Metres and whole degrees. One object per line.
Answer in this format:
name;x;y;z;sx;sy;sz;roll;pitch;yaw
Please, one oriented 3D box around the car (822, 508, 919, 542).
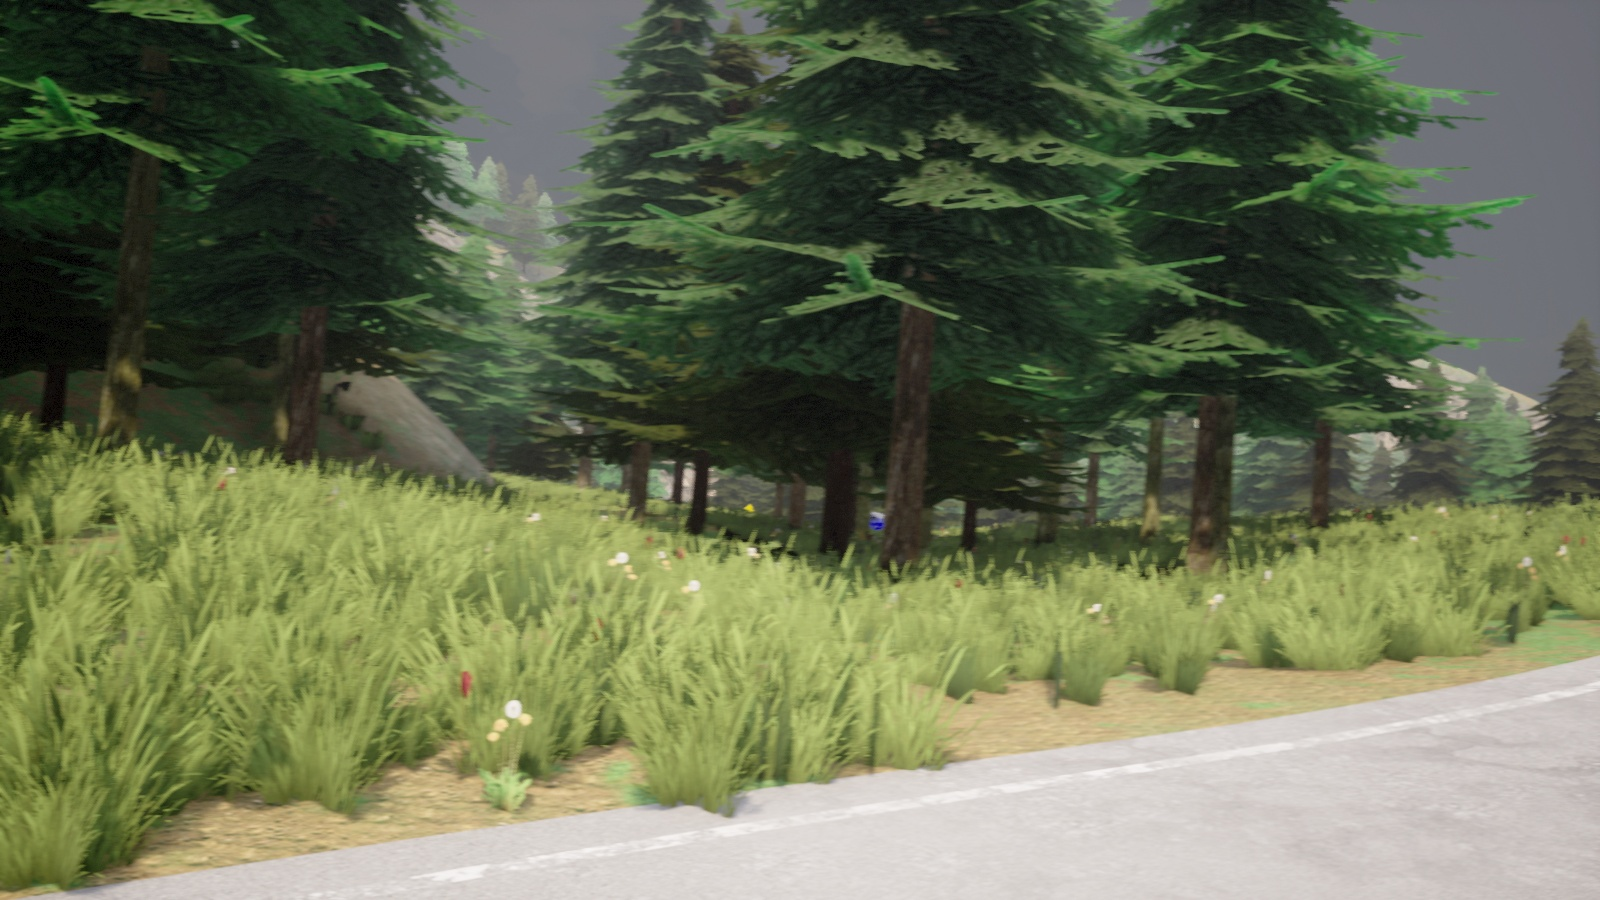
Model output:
car;3.284;3.532;58.693;4.193;1.474;1.816;-3;-6;31
